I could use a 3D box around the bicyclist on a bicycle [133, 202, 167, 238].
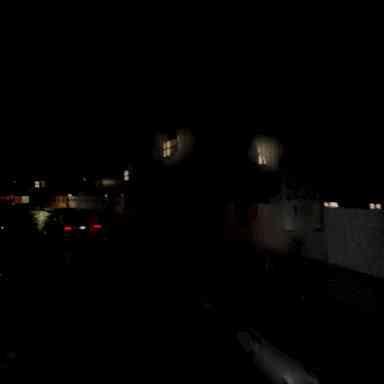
[{"bbox_3d":[-1.958,1.284,15.481,1.656,1.620,0.582,-2,0,-23],"label":"bicyclist on a bicycle"}]

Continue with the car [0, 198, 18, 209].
[{"bbox_3d":[-27.213,1.652,49.375,2.128,1.511,4.902,-2,1,-39],"label":"car"}]

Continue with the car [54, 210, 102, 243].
[{"bbox_3d":[-5.829,1.620,16.834,2.033,1.411,5.357,-2,1,-25],"label":"car"}]
